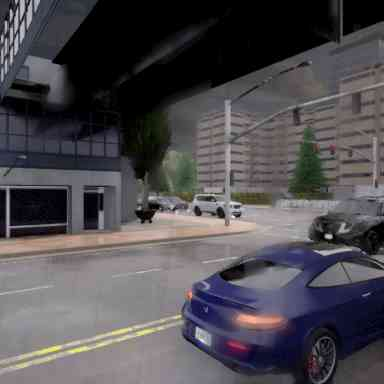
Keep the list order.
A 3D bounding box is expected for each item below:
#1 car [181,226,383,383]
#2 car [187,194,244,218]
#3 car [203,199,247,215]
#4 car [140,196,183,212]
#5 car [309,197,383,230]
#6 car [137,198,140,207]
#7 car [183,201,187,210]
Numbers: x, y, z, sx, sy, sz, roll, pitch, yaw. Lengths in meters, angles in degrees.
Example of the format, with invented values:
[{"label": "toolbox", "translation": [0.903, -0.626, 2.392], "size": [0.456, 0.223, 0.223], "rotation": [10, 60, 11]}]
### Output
[{"label": "car", "translation": [2.014, 1.526, 5.234], "size": [4.674, 1.442, 1.812], "rotation": [0, 0, -35]}, {"label": "car", "translation": [2.219, 1.222, 30.196], "size": [2.150, 2.045, 5.566], "rotation": [0, 0, -36]}, {"label": "car", "translation": [3.326, 1.505, 34.637], "size": [1.837, 1.490, 4.892], "rotation": [0, 0, -36]}, {"label": "car", "translation": [-3.609, 1.491, 38.267], "size": [2.128, 1.511, 4.902], "rotation": [0, 0, -36]}, {"label": "car", "translation": [7.077, 1.221, 13.408], "size": [5.566, 2.045, 2.150], "rotation": [0, 0, -36]}, {"label": "car", "translation": [-8.228, 1.564, 50.676], "size": [1.994, 1.385, 4.181], "rotation": [0, 0, -36]}, {"label": "car", "translation": [-2.400, 1.352, 42.574], "size": [2.097, 1.767, 4.553], "rotation": [0, 0, -36]}]
